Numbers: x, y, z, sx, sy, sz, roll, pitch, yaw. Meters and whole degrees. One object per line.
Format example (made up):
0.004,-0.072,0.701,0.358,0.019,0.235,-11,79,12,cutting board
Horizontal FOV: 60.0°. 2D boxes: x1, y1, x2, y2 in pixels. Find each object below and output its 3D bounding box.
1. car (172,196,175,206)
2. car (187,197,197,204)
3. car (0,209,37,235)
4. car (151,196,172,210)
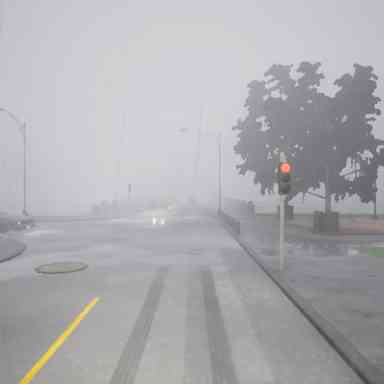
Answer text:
-4.062,1.477,51.794,1.882,1.535,5.008,0,0,0,car
0.038,1.547,61.682,2.033,1.411,5.357,0,0,0,car
-11.629,1.547,18.516,5.357,1.411,2.033,0,0,4,car
-4.074,1.491,42.246,2.128,1.511,4.902,0,0,0,car
